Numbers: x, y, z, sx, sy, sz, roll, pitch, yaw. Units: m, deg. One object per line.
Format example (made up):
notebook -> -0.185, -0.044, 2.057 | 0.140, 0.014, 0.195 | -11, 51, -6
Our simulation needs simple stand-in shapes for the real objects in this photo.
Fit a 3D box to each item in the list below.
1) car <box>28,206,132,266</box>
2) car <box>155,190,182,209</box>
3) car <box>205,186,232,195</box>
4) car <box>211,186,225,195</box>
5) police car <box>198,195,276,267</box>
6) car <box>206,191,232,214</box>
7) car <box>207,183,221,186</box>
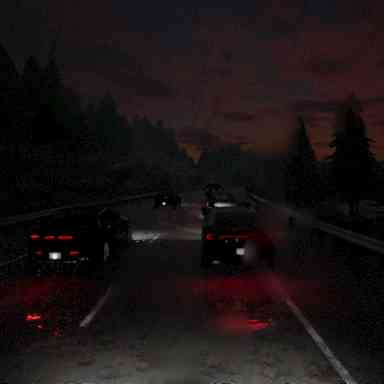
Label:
car -> -3.172, 1.183, 10.292 | 1.837, 1.490, 4.892 | 0, 2, 2
car -> -2.027, 0.606, 29.110 | 1.837, 1.490, 4.892 | 0, 2, 5
car -> 1.696, 0.733, 19.992 | 2.097, 1.767, 4.553 | 0, 2, 4
car -> 4.558, -0.243, 58.197 | 2.033, 1.411, 5.357 | 0, 2, 8
police car -> 1.232, 1.104, 10.335 | 1.930, 1.638, 5.238 | 0, 2, 2
car -> 2.117, 0.727, 25.899 | 1.812, 1.442, 4.674 | 0, 2, 5
car -> 2.981, -0.156, 44.780 | 2.150, 2.045, 5.566 | 0, 2, 7
